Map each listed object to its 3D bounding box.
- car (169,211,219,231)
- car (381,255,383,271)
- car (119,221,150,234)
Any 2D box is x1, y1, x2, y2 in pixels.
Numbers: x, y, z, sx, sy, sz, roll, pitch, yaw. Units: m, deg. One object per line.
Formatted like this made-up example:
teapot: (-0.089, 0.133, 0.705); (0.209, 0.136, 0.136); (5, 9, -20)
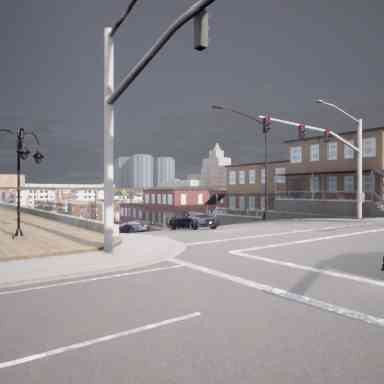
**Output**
car: (0.061, 2.054, 24.187); (1.994, 1.385, 4.181); (0, -4, -36)
car: (6.939, 1.540, 8.967); (4.181, 1.385, 1.994); (0, 0, -36)
car: (-5.808, 3.504, 32.150); (1.812, 1.442, 4.674); (0, -12, -37)
